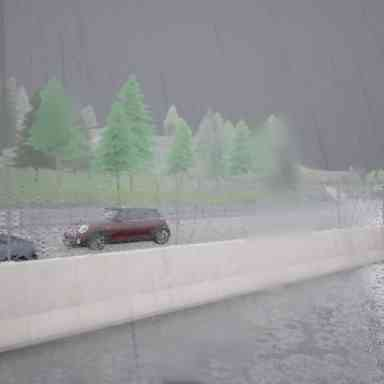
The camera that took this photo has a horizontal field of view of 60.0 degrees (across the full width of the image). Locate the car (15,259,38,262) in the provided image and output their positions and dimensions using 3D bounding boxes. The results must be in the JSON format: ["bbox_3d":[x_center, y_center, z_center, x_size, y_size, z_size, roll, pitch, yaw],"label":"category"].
[{"bbox_3d":[-6.141,1.597,8.263,4.181,1.385,1.994,1,-1,-35],"label":"car"}]
